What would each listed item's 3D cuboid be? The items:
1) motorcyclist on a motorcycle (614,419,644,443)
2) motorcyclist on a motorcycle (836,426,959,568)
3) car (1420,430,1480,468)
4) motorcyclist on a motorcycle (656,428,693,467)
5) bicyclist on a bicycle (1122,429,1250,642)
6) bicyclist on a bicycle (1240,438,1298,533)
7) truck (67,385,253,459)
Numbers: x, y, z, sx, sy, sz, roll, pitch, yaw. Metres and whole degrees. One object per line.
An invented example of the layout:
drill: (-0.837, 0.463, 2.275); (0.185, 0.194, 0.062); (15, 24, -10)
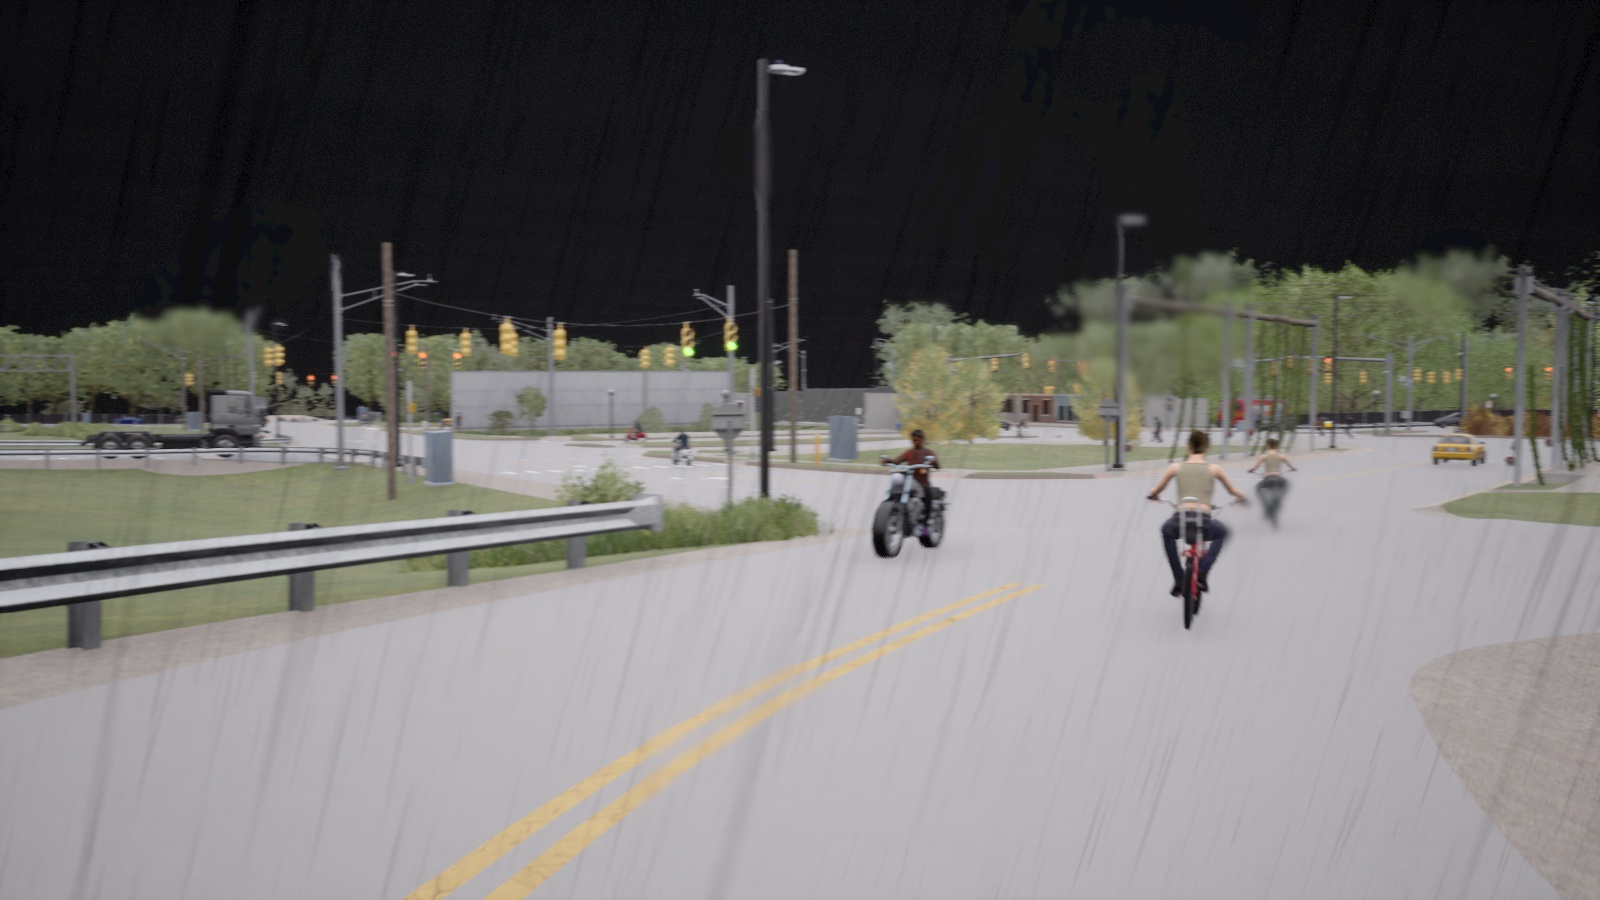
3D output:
motorcyclist on a motorcycle: (-11.786, -1.294, 86.566); (1.817, 1.590, 0.866); (-2, 3, -35)
motorcyclist on a motorcycle: (1.281, 0.541, 15.970); (0.766, 1.649, 2.350); (2, 1, 24)
car: (30.287, -0.077, 58.427); (1.801, 1.575, 5.366); (2, 3, 34)
motorcyclist on a motorcycle: (-5.305, -0.119, 52.802); (0.866, 1.590, 1.817); (-1, 2, -30)
bicyclist on a bicycle: (3.244, 0.648, 10.467); (0.866, 1.612, 1.509); (2, 1, 21)
bicyclist on a bicycle: (8.328, 0.607, 22.342); (0.866, 1.612, 1.509); (-1, 1, 18)
truck: (-31.385, -1.387, 61.791); (7.936, 3.462, 2.891); (-1, 2, -28)
